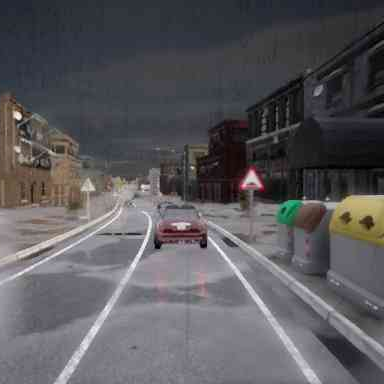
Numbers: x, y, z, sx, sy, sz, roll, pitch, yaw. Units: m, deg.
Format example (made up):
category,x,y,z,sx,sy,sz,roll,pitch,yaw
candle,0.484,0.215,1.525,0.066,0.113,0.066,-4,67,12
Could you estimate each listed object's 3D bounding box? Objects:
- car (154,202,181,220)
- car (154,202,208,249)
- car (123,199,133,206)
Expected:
category,x,y,z,sx,sy,sz,roll,pitch,yaw
car,-2.292,1.612,29.787,2.033,1.411,5.357,0,-1,-9
car,-0.572,1.358,14.726,2.097,1.767,4.553,0,0,-4
car,-14.426,2.402,75.451,1.837,1.490,4.892,0,0,-12
